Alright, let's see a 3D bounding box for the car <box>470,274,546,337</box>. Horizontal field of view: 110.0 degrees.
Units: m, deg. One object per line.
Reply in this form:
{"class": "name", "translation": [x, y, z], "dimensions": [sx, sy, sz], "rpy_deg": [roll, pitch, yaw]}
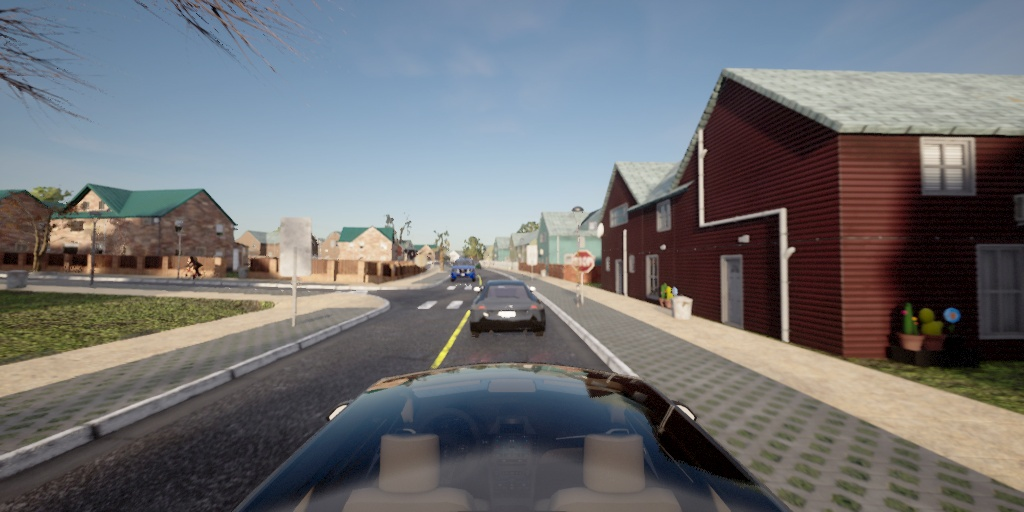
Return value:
{"class": "car", "translation": [-0.196, 1.402, 10.694], "dimensions": [1.994, 1.385, 4.181], "rpy_deg": [0, -1, -3]}

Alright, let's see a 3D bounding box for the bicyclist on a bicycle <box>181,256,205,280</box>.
{"class": "bicyclist on a bicycle", "translation": [-22.001, 0.860, 24.775], "dimensions": [0.582, 1.620, 1.656], "rpy_deg": [1, -1, 8]}

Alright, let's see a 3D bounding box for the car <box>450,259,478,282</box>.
{"class": "car", "translation": [-4.446, 1.278, 33.235], "dimensions": [2.150, 2.045, 5.566], "rpy_deg": [0, -1, -6]}
